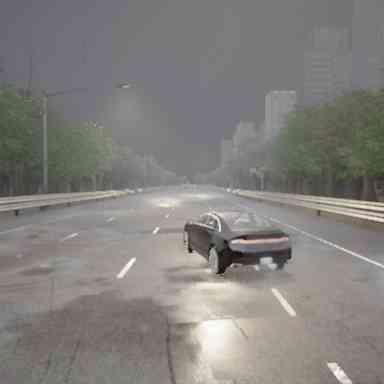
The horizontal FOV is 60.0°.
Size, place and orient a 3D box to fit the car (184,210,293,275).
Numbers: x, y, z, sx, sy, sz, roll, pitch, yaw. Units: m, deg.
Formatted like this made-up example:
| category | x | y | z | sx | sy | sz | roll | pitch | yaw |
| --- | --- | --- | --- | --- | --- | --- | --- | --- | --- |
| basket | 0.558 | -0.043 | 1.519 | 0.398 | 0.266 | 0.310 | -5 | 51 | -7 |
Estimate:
| category | x | y | z | sx | sy | sz | roll | pitch | yaw |
| --- | --- | --- | --- | --- | --- | --- | --- | --- | --- |
| car | 1.066 | 1.269 | 9.822 | 2.128 | 1.511 | 4.902 | -1 | 2 | -15 |
